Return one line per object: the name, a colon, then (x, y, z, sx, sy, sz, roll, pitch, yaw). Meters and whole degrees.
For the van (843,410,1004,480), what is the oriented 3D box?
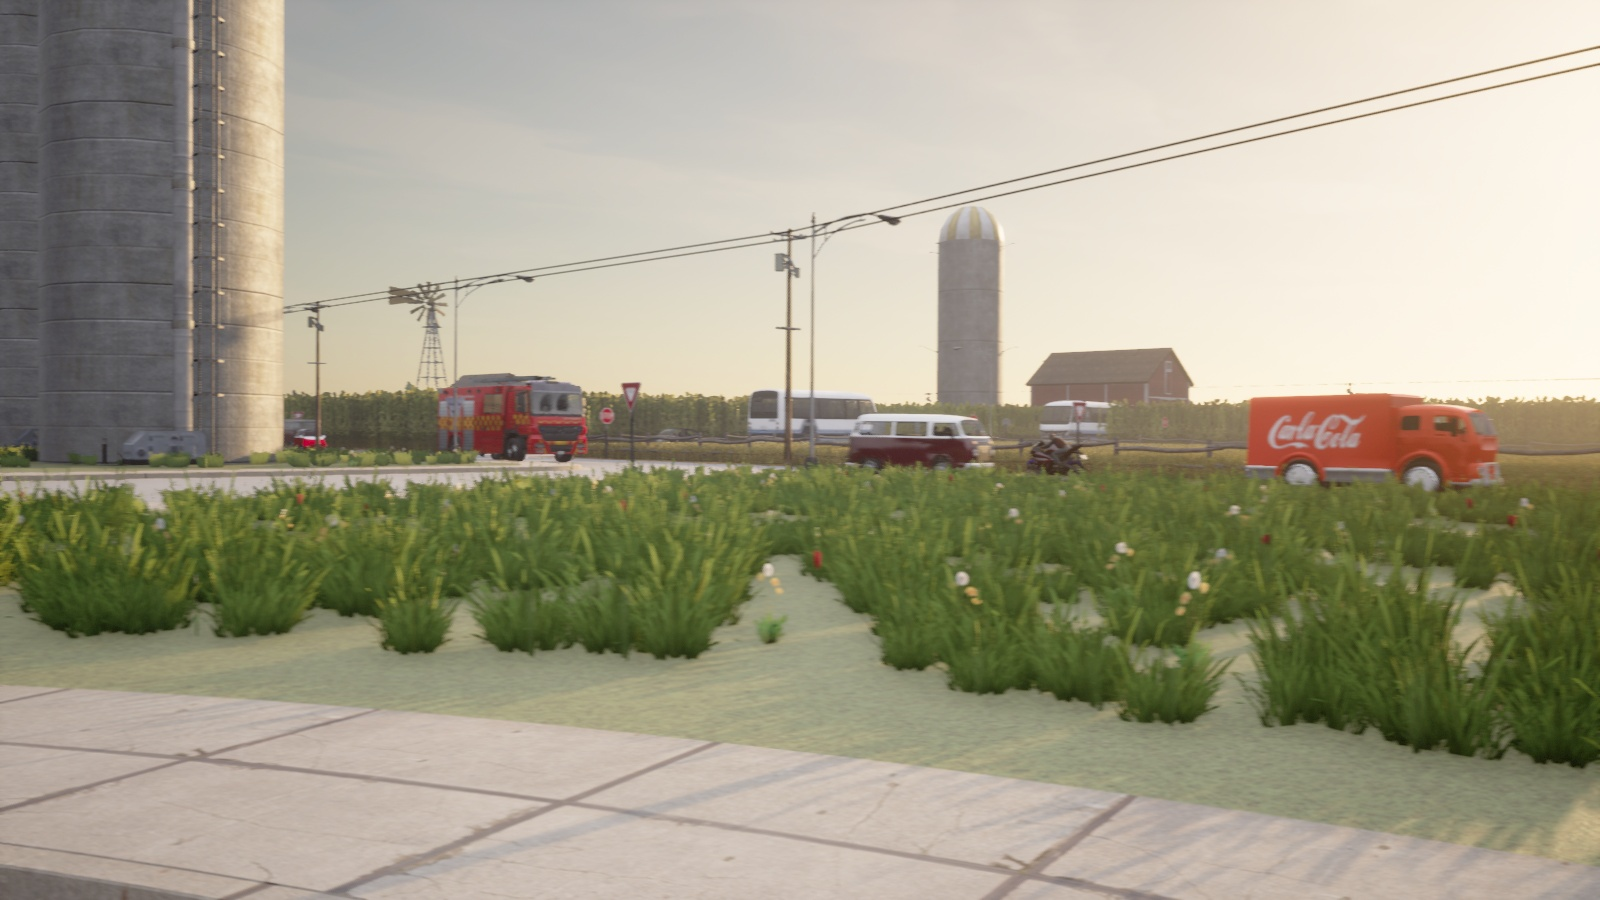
van: (3.784, -0.167, 38.696, 4.480, 2.038, 2.069, 0, 1, 33)

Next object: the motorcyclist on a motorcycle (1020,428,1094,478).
motorcyclist on a motorcycle: (8.209, 0.079, 40.137, 0.866, 1.530, 2.191, -1, 1, -44)

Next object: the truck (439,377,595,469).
truck: (-12.888, -1.160, 56.652, 2.891, 3.827, 8.468, -1, 1, -43)

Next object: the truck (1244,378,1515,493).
truck: (13.592, -0.332, 29.669, 2.627, 2.467, 5.204, -1, 1, -45)

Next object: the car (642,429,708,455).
car: (-8.101, -0.522, 81.511, 3.988, 1.617, 1.851, -1, 1, -44)

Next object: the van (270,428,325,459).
van: (-32.821, -0.429, 81.975, 1.775, 1.987, 4.442, -1, 1, -44)

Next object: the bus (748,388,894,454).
bus: (1.578, -1.999, 86.618, 10.273, 4.253, 3.944, -2, 1, -44)

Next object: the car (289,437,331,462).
car: (-28.205, -0.026, 72.277, 1.481, 1.376, 2.207, -1, 1, -44)
